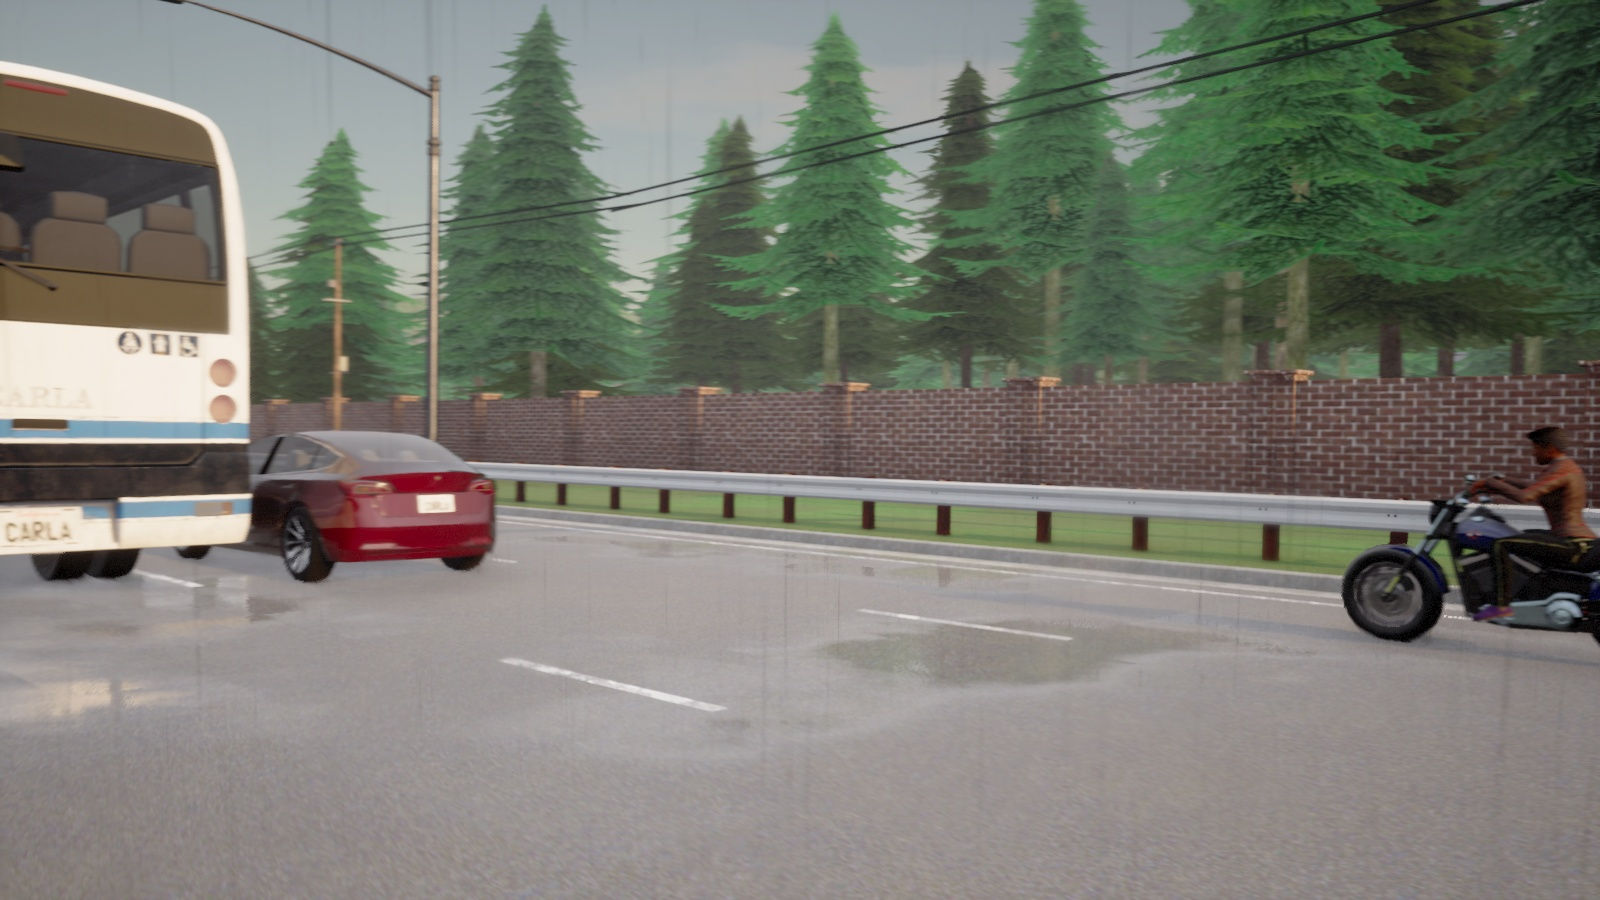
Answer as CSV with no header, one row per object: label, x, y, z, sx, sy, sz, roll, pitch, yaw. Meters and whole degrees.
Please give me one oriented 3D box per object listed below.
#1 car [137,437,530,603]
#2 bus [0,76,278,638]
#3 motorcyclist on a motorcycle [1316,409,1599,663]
car,-5.261,0.620,13.793,4.792,1.488,2.163,0,1,44
bus,-9.678,-0.718,13.152,10.273,4.253,3.944,0,1,44
motorcyclist on a motorcycle,4.970,0.552,8.845,2.350,1.649,0.766,0,1,44
